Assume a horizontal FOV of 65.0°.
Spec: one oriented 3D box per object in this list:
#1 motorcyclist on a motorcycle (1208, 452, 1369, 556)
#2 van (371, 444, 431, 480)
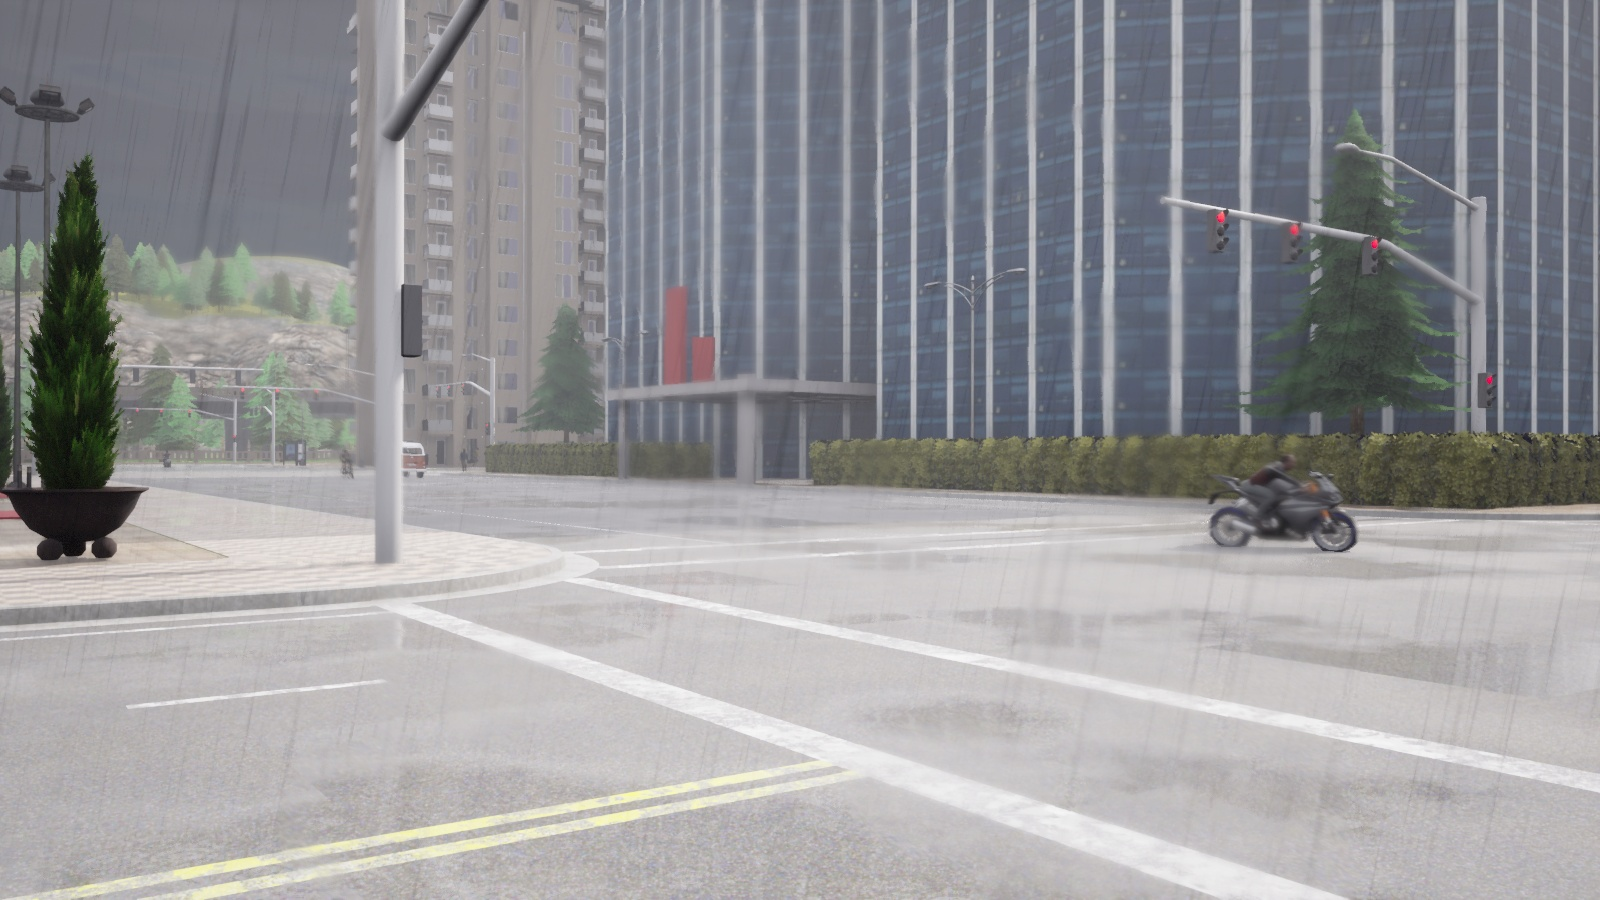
[{"bbox_3d":[7.595,0.812,19.557,2.191,1.530,0.866,0,-1,35],"label":"motorcyclist on a motorcycle"},{"bbox_3d":[-23.235,0.696,73.072,2.069,2.038,4.480,0,0,-35],"label":"van"}]
